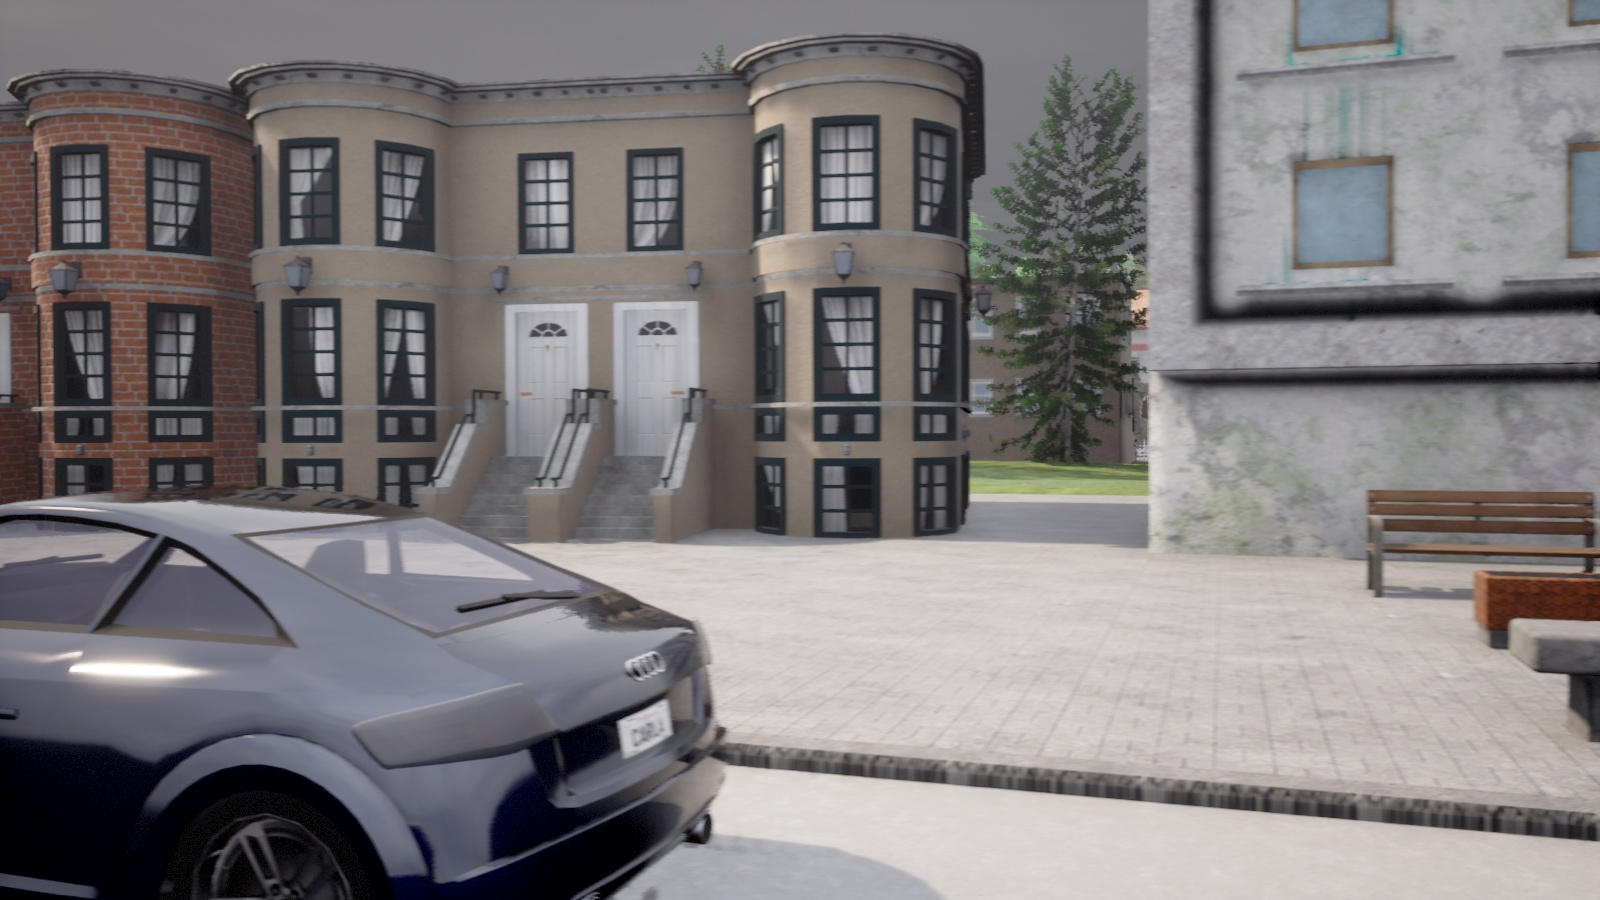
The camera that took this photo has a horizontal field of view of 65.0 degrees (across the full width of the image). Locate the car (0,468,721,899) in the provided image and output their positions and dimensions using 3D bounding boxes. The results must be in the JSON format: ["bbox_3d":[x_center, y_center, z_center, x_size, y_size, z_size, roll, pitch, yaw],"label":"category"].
[{"bbox_3d":[-2.610,0.807,4.600,4.181,1.385,1.994,1,1,19],"label":"car"}]
